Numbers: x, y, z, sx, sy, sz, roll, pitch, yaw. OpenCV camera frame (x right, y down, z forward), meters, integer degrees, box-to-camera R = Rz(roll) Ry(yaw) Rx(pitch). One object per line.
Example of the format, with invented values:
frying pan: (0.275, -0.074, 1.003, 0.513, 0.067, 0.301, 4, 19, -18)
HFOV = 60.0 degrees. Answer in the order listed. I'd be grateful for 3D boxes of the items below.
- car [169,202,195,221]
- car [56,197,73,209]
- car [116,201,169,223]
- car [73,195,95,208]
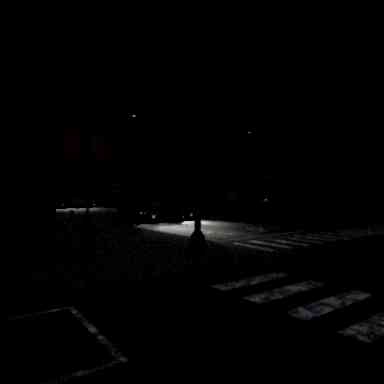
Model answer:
car: (-1.199, 1.528, 26.650, 1.994, 1.385, 4.181, 0, 0, -36)
car: (-17.719, 1.439, 44.162, 1.837, 1.490, 4.892, 0, 0, -35)
car: (-4.089, 1.459, 25.103, 2.128, 1.511, 4.902, 0, 0, -36)
car: (-15.012, 1.279, 45.962, 2.097, 1.767, 4.553, 0, 0, -35)
